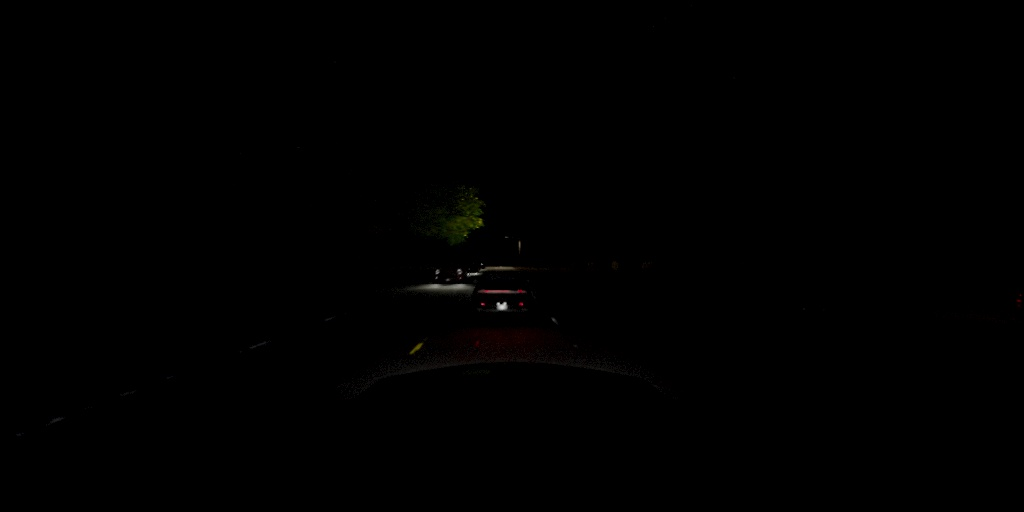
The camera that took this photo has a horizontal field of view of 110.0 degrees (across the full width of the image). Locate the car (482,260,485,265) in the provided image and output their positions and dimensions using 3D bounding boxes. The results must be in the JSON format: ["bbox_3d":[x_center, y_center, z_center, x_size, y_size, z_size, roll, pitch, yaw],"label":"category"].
[{"bbox_3d":[-5.868,1.430,62.795,2.097,1.767,4.553,1,-1,-2],"label":"car"}]

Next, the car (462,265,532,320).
[{"bbox_3d":[-0.371,1.253,12.699,2.128,1.511,4.902,1,0,-2],"label":"car"}]

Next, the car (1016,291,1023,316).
[{"bbox_3d":[23.122,1.659,14.101,4.553,1.767,2.097,1,-3,-2],"label":"car"}]

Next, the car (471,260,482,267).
[{"bbox_3d":[-5.293,1.476,46.034,1.994,1.385,4.181,1,-1,-2],"label":"car"}]

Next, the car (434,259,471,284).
[{"bbox_3d":[-4.625,1.135,27.677,2.097,1.767,4.553,1,0,-2],"label":"car"}]
